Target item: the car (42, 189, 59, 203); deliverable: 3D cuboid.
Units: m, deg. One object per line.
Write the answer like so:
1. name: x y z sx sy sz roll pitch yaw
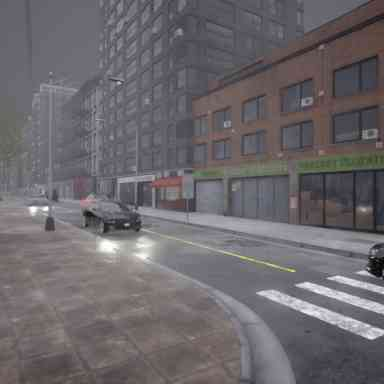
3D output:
1. car: -21.756 0.569 50.436 2.150 2.045 5.566 0 -1 -32

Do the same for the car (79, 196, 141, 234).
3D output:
1. car: -4.295 1.182 17.297 1.882 1.535 5.008 0 1 -32

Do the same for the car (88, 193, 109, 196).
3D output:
1. car: -8.411 0.898 29.324 2.097 1.767 4.553 0 1 -32

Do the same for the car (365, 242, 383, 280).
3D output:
1. car: 6.031 1.454 6.490 2.128 1.511 4.902 0 1 -32

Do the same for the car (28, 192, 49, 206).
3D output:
1. car: -18.365 0.984 39.680 1.895 1.301 4.718 0 0 -32
